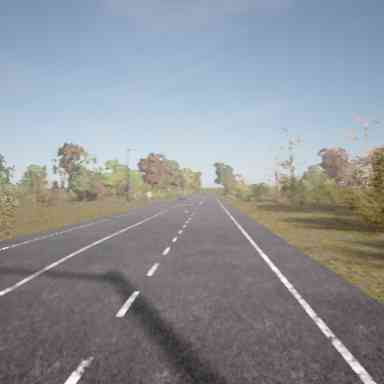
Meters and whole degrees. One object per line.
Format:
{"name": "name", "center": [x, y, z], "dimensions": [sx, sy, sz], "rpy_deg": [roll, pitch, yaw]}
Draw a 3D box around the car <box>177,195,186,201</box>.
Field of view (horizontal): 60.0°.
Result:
{"name": "car", "center": [-2.440, 1.433, 82.307], "dimensions": [1.994, 1.385, 4.181], "rpy_deg": [-1, 0, 3]}
